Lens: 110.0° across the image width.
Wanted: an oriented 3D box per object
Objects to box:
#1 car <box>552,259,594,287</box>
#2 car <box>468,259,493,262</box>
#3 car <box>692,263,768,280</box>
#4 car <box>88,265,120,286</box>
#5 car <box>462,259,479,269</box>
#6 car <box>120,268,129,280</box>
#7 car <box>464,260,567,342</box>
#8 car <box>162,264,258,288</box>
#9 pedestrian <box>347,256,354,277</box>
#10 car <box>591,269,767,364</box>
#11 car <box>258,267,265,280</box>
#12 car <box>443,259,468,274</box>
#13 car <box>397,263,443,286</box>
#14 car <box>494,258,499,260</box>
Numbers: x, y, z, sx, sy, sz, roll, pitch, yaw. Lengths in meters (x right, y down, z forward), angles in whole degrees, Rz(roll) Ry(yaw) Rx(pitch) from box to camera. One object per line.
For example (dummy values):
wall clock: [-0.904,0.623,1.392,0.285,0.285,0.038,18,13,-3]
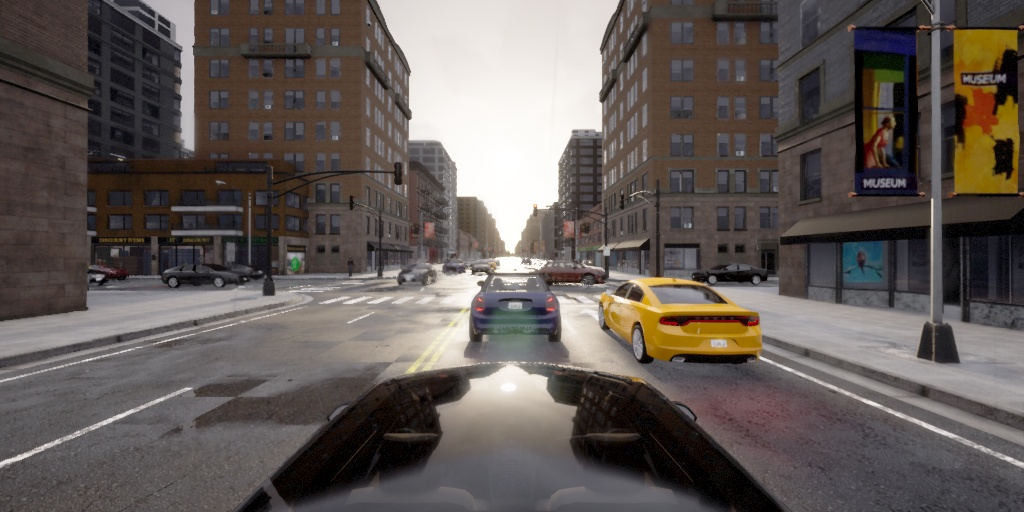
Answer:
car: [4.146,1.103,24.773,4.553,1.767,2.097,0,0,26]
car: [-3.400,1.254,39.531,1.837,1.490,4.892,0,0,0]
car: [15.849,1.268,26.282,5.008,1.535,1.882,0,0,1]
car: [-29.101,1.232,23.146,4.902,1.511,2.128,0,0,0]
car: [-6.663,1.236,57.758,2.128,1.511,4.902,0,0,0]
car: [-33.184,1.344,28.646,4.207,1.307,1.802,0,0,0]
car: [0.079,1.102,9.935,2.097,1.767,4.553,0,0,0]
car: [-19.613,1.248,23.110,4.892,1.490,1.837,0,0,0]
pedestrian: [-14.183,0.920,31.452,0.375,1.860,0.375,0,0,0]
car: [3.317,1.228,8.133,1.882,1.535,5.008,0,0,1]
car: [-22.161,1.330,28.605,4.313,1.339,1.948,0,0,0]
car: [-6.651,1.101,41.123,2.097,1.767,4.553,0,0,0]
car: [-6.633,1.249,25.475,2.128,1.511,4.902,0,0,0]
car: [-3.415,1.223,54.090,1.882,1.535,5.008,0,0,0]
